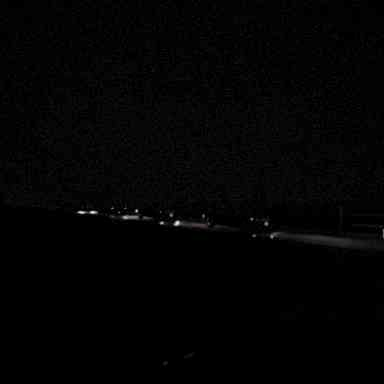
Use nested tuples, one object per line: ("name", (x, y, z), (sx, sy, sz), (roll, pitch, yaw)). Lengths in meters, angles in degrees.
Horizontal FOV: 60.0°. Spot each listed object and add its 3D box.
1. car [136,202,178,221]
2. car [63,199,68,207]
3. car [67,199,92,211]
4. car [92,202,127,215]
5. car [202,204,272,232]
("car", (-3.069, 1.601, 28.367), (2.128, 1.511, 4.902), (1, -1, -36))
("car", (-21.327, 1.988, 58.613), (1.882, 1.535, 5.008), (1, -1, -36))
("car", (-14.747, 1.801, 44.568), (1.837, 1.490, 4.892), (1, -1, -36))
("car", (-8.885, 1.800, 36.411), (1.895, 1.301, 4.718), (1, -1, -36))
("car", (2.664, 1.527, 20.523), (2.128, 1.511, 4.902), (1, -1, -37))
